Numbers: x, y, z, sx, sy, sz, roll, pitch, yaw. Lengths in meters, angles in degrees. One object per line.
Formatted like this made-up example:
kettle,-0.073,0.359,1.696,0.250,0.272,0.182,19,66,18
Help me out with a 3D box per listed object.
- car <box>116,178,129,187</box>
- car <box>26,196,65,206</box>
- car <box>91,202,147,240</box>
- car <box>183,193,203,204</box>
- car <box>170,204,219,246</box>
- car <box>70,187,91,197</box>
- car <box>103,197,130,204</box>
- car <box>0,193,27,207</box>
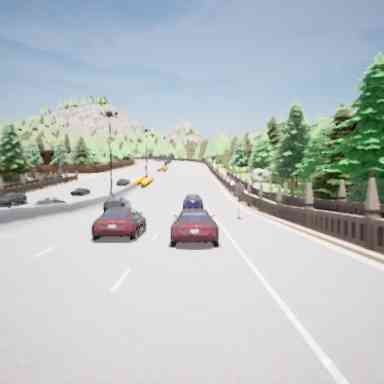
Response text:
car,-13.962,-1.982,66.760,1.882,1.535,5.008,0,7,0
car,-14.081,1.197,32.838,1.994,1.385,4.181,0,2,0
car,-3.399,1.412,16.105,1.994,1.385,4.181,0,1,0
car,0.103,0.923,34.683,2.097,1.767,4.553,0,2,0
car,0.101,1.427,14.556,1.994,1.385,4.181,0,1,0
car,-17.542,-0.093,52.308,1.895,1.301,4.718,0,6,1
car,-6.898,1.173,30.965,2.128,1.511,4.902,0,1,0
car,-21.047,0.877,38.945,1.837,1.490,4.892,0,4,0
